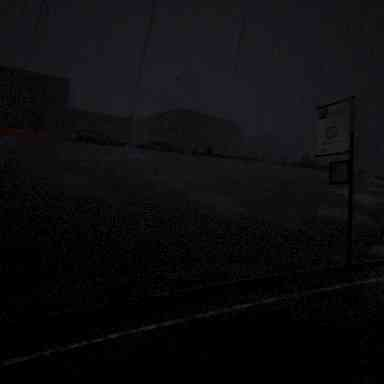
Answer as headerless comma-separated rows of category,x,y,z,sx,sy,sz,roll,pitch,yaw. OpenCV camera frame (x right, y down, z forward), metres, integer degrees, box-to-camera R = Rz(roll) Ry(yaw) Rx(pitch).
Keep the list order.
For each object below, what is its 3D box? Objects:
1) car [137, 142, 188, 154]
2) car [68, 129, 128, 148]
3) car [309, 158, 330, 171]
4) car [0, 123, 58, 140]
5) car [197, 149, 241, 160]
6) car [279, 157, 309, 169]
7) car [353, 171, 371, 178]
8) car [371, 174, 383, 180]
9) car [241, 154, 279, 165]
car,-2.526,-3.560,29.248,4.792,1.488,2.163,2,-1,-33
car,-7.334,-3.902,26.150,4.553,1.767,2.185,2,-1,-31
car,15.479,-3.058,42.198,5.566,2.045,2.435,3,-1,-37
car,-12.048,-3.956,23.268,5.008,1.535,2.097,2,-1,-30
car,2.054,-3.371,32.324,4.674,1.452,2.002,2,-1,-34
car,11.024,-3.156,38.787,4.553,1.767,2.185,3,-1,-36
car,23.988,-2.262,49.202,4.674,1.452,2.002,4,-2,-40
car,28.160,-1.976,52.840,4.674,1.452,2.002,4,-2,-41
car,6.487,-3.232,35.441,4.892,1.521,2.231,2,-1,-35
